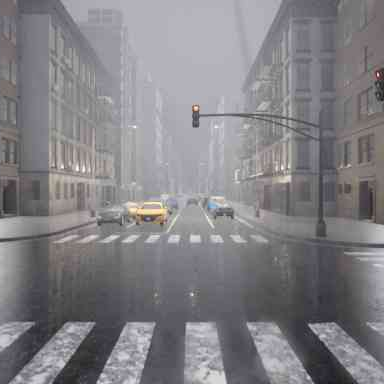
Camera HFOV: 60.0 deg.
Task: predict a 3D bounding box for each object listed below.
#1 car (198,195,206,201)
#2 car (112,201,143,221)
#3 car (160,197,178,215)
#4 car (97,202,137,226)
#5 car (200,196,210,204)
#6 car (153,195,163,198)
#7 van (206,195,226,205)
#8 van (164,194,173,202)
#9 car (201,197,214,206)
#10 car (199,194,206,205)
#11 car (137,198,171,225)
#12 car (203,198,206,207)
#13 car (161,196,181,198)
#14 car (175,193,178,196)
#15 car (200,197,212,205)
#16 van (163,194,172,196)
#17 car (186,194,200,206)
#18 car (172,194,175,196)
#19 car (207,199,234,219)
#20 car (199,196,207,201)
[{"bbox_3d":[2.610,1.619,88.300,1.947,1.339,4.313,0,0,0],"label":"car"},{"bbox_3d":[-5.410,1.542,28.657,1.752,1.417,4.829,0,0,0],"label":"car"},{"bbox_3d":[-2.861,1.567,34.214,2.033,1.411,5.357,0,0,0],"label":"car"},{"bbox_3d":[-5.402,1.564,23.421,2.008,1.369,4.403,0,0,0],"label":"car"},{"bbox_3d":[2.615,1.566,66.845,1.752,1.417,4.829,0,0,0],"label":"car"},{"bbox_3d":[-5.433,1.466,45.046,1.967,1.590,4.097,0,0,0],"label":"car"},{"bbox_3d":[2.623,1.361,34.238,1.690,1.788,3.998,0,0,0],"label":"van"},{"bbox_3d":[-5.479,1.388,77.483,1.690,1.788,3.998,0,0,0],"label":"van"},{"bbox_3d":[2.618,1.599,55.863,1.947,1.339,4.313,0,0,0],"label":"car"},{"bbox_3d":[2.619,1.345,50.457,2.192,1.841,5.009,0,0,0],"label":"car"},{"bbox_3d":[-2.865,1.492,24.335,1.882,1.535,5.008,0,0,0],"label":"car"},{"bbox_3d":[2.622,1.605,39.644,1.802,1.307,4.206,0,0,0],"label":"car"},{"bbox_3d":[-2.858,1.590,44.374,1.994,1.385,4.181,0,0,0],"label":"car"},{"bbox_3d":[-5.494,1.604,88.295,2.008,1.369,4.403,0,0,0],"label":"car"},{"bbox_3d":[2.617,1.587,61.269,2.008,1.369,4.403,0,0,0],"label":"car"},{"bbox_3d":[-5.464,1.381,66.670,1.690,1.788,3.998,0,0,0],"label":"van"},{"bbox_3d":[0.070,1.539,56.993,1.837,1.490,4.892,0,0,0],"label":"car"},{"bbox_3d":[-5.471,1.359,72.076,2.192,1.841,5.009,0,0,0],"label":"car"},{"bbox_3d":[2.624,1.567,28.832,2.008,1.369,4.403,0,0,0],"label":"car"},{"bbox_3d":[2.612,1.595,82.894,1.887,1.381,4.507,0,0,0],"label":"car"}]
